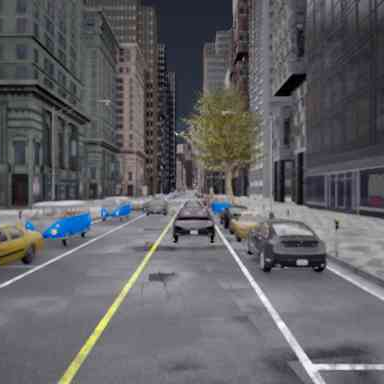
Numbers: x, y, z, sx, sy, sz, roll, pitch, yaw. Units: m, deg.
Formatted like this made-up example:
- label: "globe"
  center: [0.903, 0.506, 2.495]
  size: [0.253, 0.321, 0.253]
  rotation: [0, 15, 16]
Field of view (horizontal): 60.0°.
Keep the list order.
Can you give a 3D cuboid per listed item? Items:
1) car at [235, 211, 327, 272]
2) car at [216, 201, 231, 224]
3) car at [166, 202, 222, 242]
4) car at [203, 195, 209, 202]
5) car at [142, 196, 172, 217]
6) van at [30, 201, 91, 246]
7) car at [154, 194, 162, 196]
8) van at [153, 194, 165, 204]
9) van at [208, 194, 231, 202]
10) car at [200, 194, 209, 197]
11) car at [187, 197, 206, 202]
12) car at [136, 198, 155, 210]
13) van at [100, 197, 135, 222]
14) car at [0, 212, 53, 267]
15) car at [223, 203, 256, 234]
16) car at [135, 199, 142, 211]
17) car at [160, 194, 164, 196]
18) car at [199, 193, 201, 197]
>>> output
- label: "car"
  center: [2.757, 1.521, 10.502]
  size: [2.008, 1.369, 4.403]
  rotation: [0, 0, 0]
- label: "car"
  center: [2.754, 1.508, 21.081]
  size: [1.947, 1.339, 4.313]
  rotation: [0, 0, 0]
- label: "car"
  center: [0.088, 1.446, 16.168]
  size: [2.128, 1.511, 4.902]
  rotation: [0, 0, 0]
- label: "car"
  center: [2.746, 1.442, 42.236]
  size: [2.008, 1.369, 4.403]
  rotation: [0, 0, 0]
- label: "car"
  center: [-3.109, 1.424, 30.545]
  size: [1.837, 1.490, 4.892]
  rotation: [0, 0, 0]
- label: "van"
  center: [-5.770, 1.300, 14.686]
  size: [1.690, 1.788, 3.998]
  rotation: [0, 0, 0]
- label: "car"
  center: [-5.780, 1.425, 47.167]
  size: [1.887, 1.381, 4.507]
  rotation: [0, 0, 0]
- label: "van"
  center: [-5.785, 1.199, 57.992]
  size: [1.690, 1.788, 3.998]
  rotation: [0, 0, 0]
- label: "van"
  center: [2.750, 1.257, 31.657]
  size: [1.690, 1.788, 3.998]
  rotation: [0, 0, 0]
- label: "car"
  center: [2.744, 1.195, 47.524]
  size: [2.192, 1.841, 5.009]
  rotation: [0, 0, 0]
- label: "car"
  center: [0.083, 1.479, 32.035]
  size: [1.994, 1.385, 4.181]
  rotation: [0, 0, 0]
- label: "car"
  center: [-5.778, 1.474, 41.753]
  size: [1.802, 1.307, 4.206]
  rotation: [0, 0, 0]
- label: "van"
  center: [-5.773, 1.272, 25.513]
  size: [1.690, 1.788, 3.998]
  rotation: [0, 0, 0]
- label: "car"
  center: [-5.767, 1.499, 9.104]
  size: [1.752, 1.417, 4.829]
  rotation: [0, 0, 0]
- label: "car"
  center: [2.755, 1.481, 15.961]
  size: [1.752, 1.417, 4.829]
  rotation: [0, 0, 0]
- label: "car"
  center: [-5.777, 1.455, 36.340]
  size: [2.008, 1.369, 4.403]
  rotation: [0, 0, 0]
- label: "car"
  center: [-5.782, 1.435, 52.580]
  size: [1.947, 1.339, 4.313]
  rotation: [0, 0, 0]
- label: "car"
  center: [2.745, 1.373, 63.564]
  size: [1.752, 1.417, 4.829]
  rotation: [0, 0, 0]
